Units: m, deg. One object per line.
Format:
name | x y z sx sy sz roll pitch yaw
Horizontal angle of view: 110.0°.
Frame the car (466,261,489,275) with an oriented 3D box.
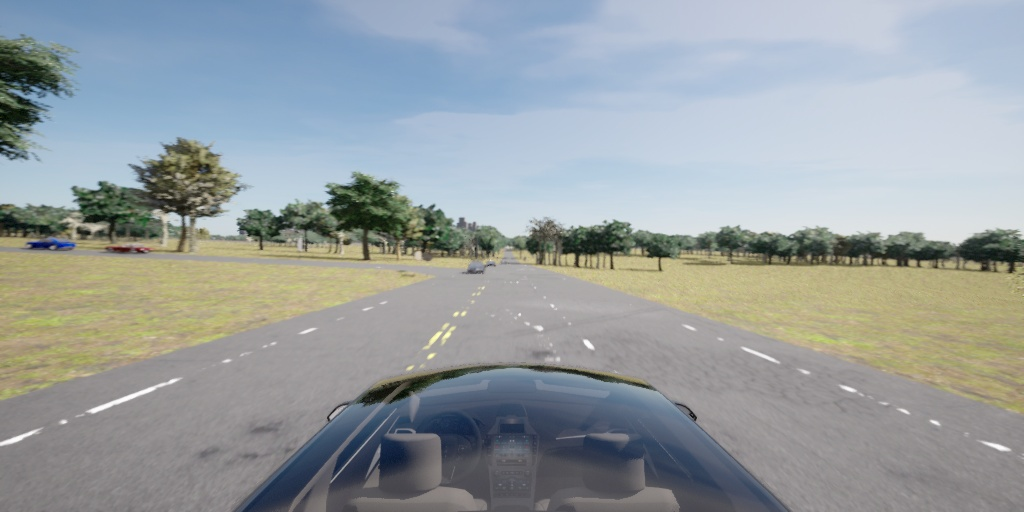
car | -3.925 1.303 40.042 1.812 1.442 4.674 2 1 -1
